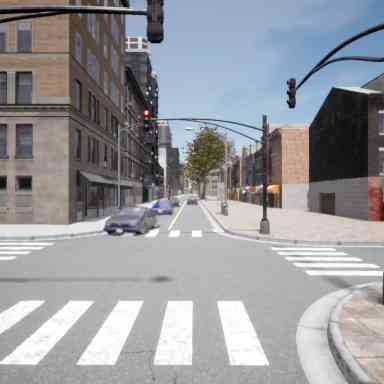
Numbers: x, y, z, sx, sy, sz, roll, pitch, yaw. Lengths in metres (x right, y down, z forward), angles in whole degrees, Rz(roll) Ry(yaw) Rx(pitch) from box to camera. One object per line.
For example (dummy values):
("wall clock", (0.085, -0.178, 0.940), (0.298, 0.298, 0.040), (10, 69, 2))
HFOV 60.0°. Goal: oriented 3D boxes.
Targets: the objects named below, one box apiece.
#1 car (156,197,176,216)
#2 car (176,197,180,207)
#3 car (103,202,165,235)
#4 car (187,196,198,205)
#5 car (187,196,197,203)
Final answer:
("car", (-2.856, 1.510, 32.883), (1.812, 1.442, 4.674), (0, 0, 0))
("car", (-2.841, 1.487, 49.578), (1.837, 1.490, 4.892), (0, -1, 0))
("car", (-3.272, 1.540, 19.132), (2.033, 1.411, 5.357), (0, 0, 7))
("car", (0.080, 1.529, 59.004), (2.033, 1.411, 5.357), (0, 0, 1))
("car", (0.082, 1.547, 69.286), (1.994, 1.385, 4.181), (0, 0, 0))
